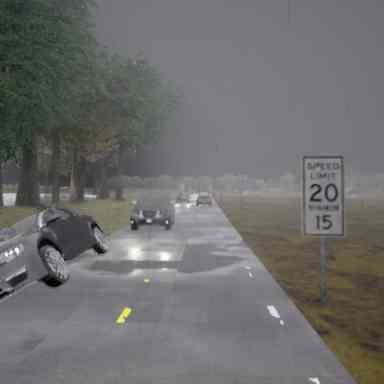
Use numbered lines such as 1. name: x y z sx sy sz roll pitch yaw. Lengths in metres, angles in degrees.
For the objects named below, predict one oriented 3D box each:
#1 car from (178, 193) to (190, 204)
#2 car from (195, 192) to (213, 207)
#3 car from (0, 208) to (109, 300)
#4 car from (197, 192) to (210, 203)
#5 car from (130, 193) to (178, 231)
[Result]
1. car: -1.228 0.862 47.877 1.837 1.490 4.892 0 1 2
2. car: 1.471 0.983 40.856 2.128 1.511 4.902 0 1 2
3. car: -3.281 1.252 7.012 2.128 1.511 4.902 -31 0 -1
4. car: 1.829 0.769 50.998 1.882 1.535 5.008 0 1 2
5. car: -2.224 1.086 19.925 2.150 2.045 5.566 0 1 0
